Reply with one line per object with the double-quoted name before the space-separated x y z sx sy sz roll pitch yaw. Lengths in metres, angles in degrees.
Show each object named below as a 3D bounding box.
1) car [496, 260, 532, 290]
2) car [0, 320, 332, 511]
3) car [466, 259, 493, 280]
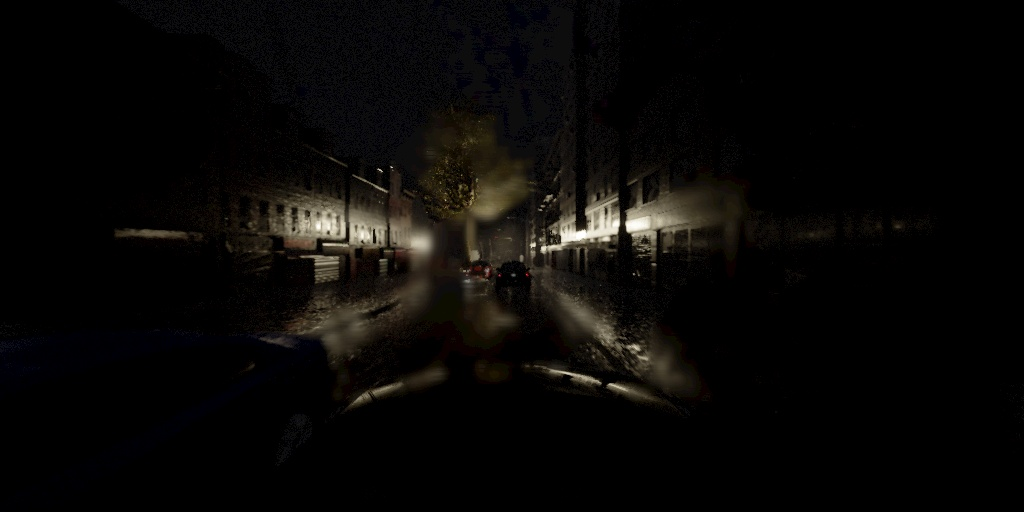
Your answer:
"car" 0.089 1.124 22.552 2.097 1.767 4.553 0 0 0
"car" -2.834 1.228 1.726 1.882 1.535 5.008 0 0 0
"car" -2.859 1.178 32.086 2.097 1.767 4.553 0 0 0
